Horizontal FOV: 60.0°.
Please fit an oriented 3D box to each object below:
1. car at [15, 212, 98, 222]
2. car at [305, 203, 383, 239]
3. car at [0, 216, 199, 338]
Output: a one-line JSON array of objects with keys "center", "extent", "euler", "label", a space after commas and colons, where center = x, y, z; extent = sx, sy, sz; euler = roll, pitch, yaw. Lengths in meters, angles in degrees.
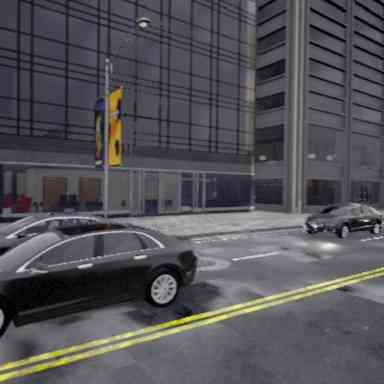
[{"center": [-3.867, 1.310, 8.899], "extent": [4.902, 1.511, 2.128], "euler": [0, 1, -35], "label": "car"}, {"center": [7.707, 1.358, 16.753], "extent": [4.892, 1.490, 1.837], "euler": [0, 1, -35], "label": "car"}, {"center": [-2.163, 1.382, 6.116], "extent": [4.892, 1.490, 1.837], "euler": [-1, 2, -34], "label": "car"}]
